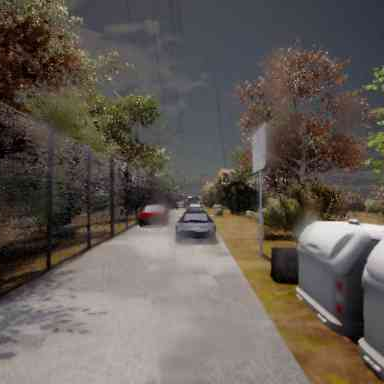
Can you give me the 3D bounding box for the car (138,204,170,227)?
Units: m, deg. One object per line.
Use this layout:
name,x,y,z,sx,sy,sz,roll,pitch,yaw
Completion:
car,-2.702,1.648,24.483,1.882,1.535,5.008,0,-1,0

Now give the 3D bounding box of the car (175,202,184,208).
car,-2.201,2.581,64.273,2.128,1.511,4.902,0,-2,1

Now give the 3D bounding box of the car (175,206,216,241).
car,0.194,1.652,17.195,1.994,1.385,4.181,0,-1,0

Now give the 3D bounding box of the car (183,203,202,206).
car,0.332,1.857,34.729,1.812,1.442,4.674,0,-1,1
